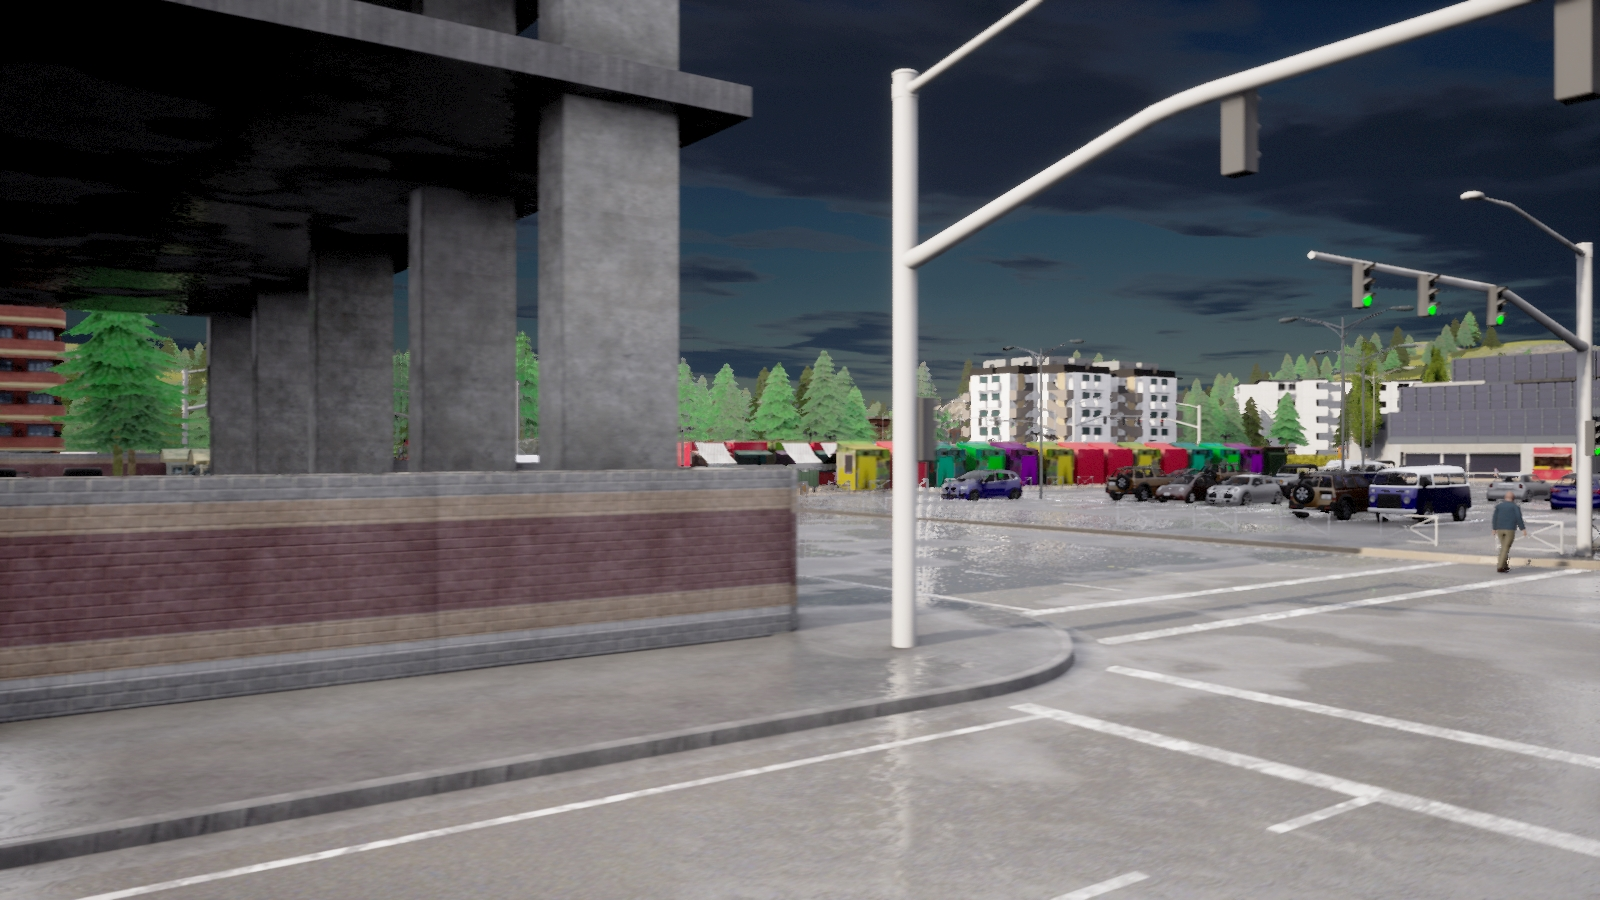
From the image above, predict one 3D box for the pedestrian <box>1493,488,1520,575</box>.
[{"bbox_3d":[15.547,1.785,25.153,0.375,1.860,0.375,0,0,-28],"label":"pedestrian"}]
